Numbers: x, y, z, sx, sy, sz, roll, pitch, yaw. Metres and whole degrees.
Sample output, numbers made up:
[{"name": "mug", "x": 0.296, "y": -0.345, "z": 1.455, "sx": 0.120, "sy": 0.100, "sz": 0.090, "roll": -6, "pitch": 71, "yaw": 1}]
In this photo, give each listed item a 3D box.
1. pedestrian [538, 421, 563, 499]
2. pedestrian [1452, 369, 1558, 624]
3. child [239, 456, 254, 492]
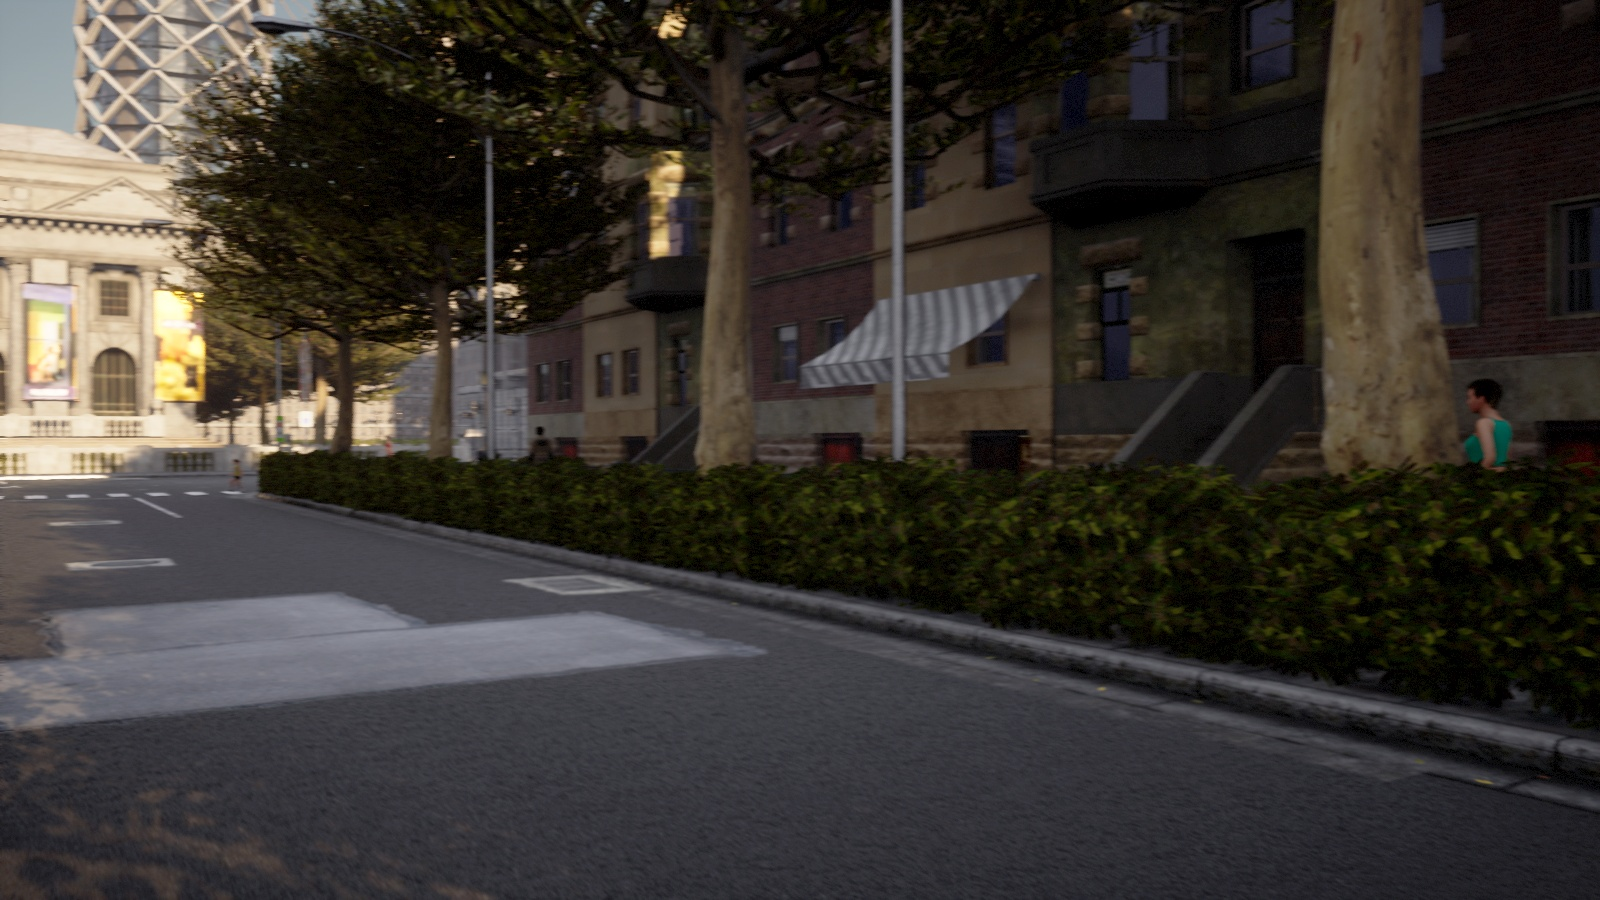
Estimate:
[{"name": "pedestrian", "x": -6.221, "y": 0.240, "z": 31.345, "sx": 0.396, "sy": 1.930, "sz": 0.692, "roll": 0, "pitch": 0, "yaw": -31}, {"name": "pedestrian", "x": 5.246, "y": 0.333, "z": 9.357, "sx": 0.345, "sy": 1.836, "sz": 0.594, "roll": 0, "pitch": 0, "yaw": -32}, {"name": "child", "x": -17.373, "y": 0.757, "z": 39.427, "sx": 0.394, "sy": 1.110, "sz": 0.255, "roll": 0, "pitch": 0, "yaw": -30}]
